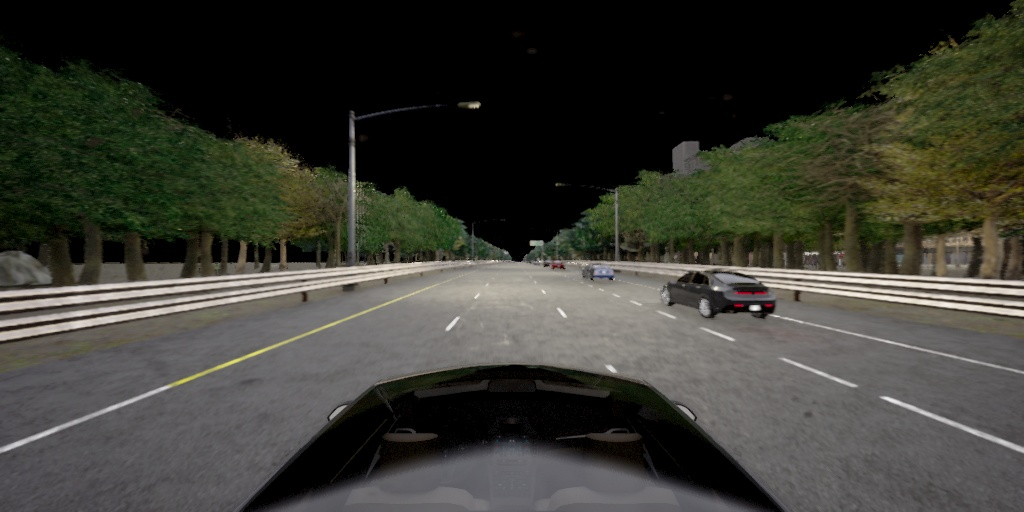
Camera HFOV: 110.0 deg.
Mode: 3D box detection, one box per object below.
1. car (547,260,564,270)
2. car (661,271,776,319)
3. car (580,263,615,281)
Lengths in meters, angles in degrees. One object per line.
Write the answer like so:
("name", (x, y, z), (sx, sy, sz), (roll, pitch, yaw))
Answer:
("car", (7.152, 1.405, 57.042), (1.882, 1.535, 5.008), (0, -1, 0))
("car", (7.012, 1.254, 12.768), (1.837, 1.490, 4.892), (0, 0, 0))
("car", (7.039, 1.309, 29.892), (2.033, 1.411, 5.357), (0, 0, 0))
